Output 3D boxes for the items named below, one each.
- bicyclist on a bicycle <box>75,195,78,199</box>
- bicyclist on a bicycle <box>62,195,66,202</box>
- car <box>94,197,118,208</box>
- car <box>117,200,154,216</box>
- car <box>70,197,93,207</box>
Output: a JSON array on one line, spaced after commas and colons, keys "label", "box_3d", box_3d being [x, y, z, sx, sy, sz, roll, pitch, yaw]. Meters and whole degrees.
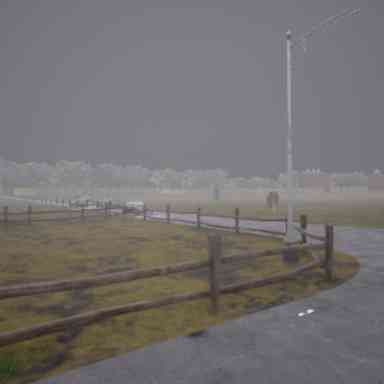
[{"label": "bicyclist on a bicycle", "box_3d": [-22.182, 1.381, 63.934, 0.659, 1.776, 1.843, -2, 1, -35]}, {"label": "bicyclist on a bicycle", "box_3d": [-27.380, 1.439, 71.284, 0.866, 1.612, 1.509, -2, 1, -35]}, {"label": "car", "box_3d": [-11.900, 1.543, 48.162, 2.128, 1.511, 4.902, -2, 1, -35]}, {"label": "car", "box_3d": [-5.624, 1.621, 34.275, 1.812, 1.442, 4.674, -2, 1, -35]}, {"label": "car", "box_3d": [-17.246, 1.693, 50.888, 1.994, 1.385, 4.181, -2, 1, -35]}]
